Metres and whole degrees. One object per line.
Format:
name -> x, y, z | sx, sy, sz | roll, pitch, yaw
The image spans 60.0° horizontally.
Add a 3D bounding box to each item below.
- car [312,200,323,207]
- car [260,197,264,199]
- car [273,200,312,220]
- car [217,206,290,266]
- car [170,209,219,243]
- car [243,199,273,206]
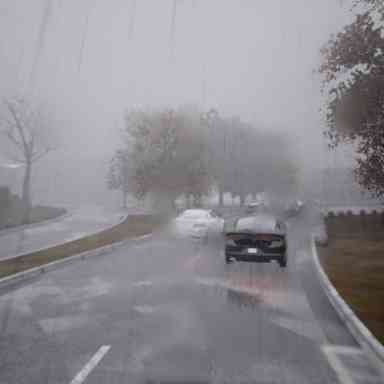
car -> 23.806, 2.256, 66.183 | 1.812, 1.442, 4.674 | 1, -1, -30
car -> 17.066, 2.344, 69.790 | 4.181, 1.385, 1.994 | 0, -1, 40
car -> 9.087, 1.491, 29.812 | 2.097, 1.767, 4.553 | 0, -1, 29
car -> 2.409, 1.512, 11.862 | 1.882, 1.535, 5.008 | 0, 0, 16
car -> 0.366, 1.557, 16.285 | 1.812, 1.442, 4.674 | 0, 0, 18
car -> 6.493, 1.647, 30.990 | 1.837, 1.490, 4.892 | -1, -1, 29
